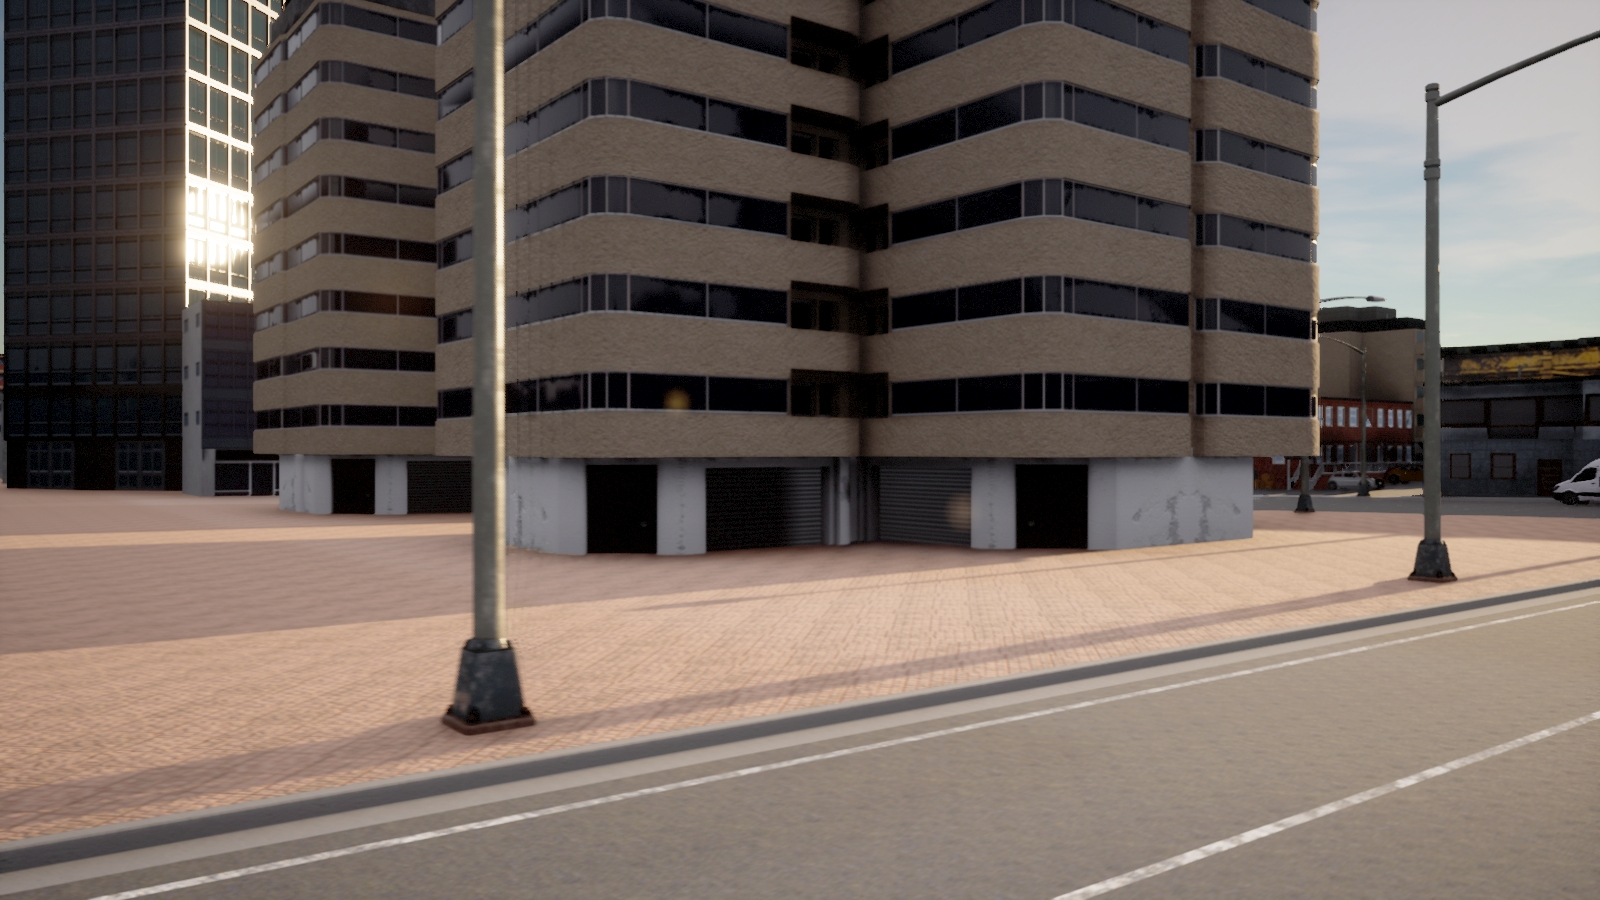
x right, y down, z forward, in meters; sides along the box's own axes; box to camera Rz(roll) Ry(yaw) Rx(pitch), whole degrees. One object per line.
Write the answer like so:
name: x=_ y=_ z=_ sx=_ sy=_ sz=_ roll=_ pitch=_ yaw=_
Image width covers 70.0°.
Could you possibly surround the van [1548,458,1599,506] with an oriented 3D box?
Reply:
van: x=43.601 y=1.704 z=60.873 sx=1.988 sy=2.561 sz=5.915 roll=0 pitch=-1 yaw=-37
